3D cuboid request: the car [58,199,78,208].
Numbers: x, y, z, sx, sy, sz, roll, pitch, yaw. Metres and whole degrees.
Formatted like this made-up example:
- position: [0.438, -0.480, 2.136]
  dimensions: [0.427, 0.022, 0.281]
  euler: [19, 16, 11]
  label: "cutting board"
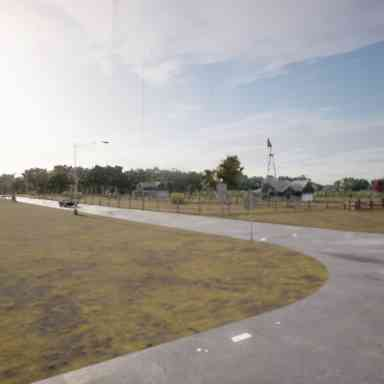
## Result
- position: [-18.599, 1.637, 49.987]
  dimensions: [1.895, 1.301, 4.718]
  euler: [-1, 1, -35]
  label: "car"
